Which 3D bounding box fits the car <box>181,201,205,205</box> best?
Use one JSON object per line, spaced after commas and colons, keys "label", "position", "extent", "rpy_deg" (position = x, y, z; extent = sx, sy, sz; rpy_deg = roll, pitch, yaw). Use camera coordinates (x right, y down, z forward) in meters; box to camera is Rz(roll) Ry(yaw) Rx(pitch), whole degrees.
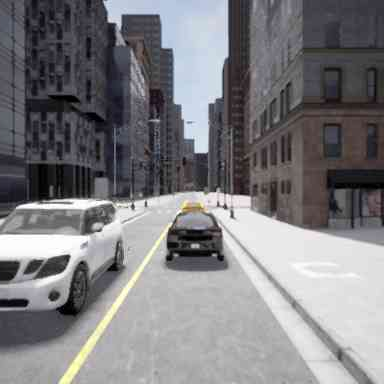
{"label": "car", "position": [0.108, 1.462, 28.255], "extent": [1.882, 1.535, 5.008], "rpy_deg": [0, 0, 0]}

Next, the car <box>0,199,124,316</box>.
{"label": "car", "position": [-3.098, 1.215, 7.846], "extent": [2.150, 2.045, 5.566], "rpy_deg": [0, 0, 0]}

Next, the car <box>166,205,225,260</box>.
{"label": "car", "position": [0.102, 1.468, 12.407], "extent": [1.882, 1.535, 5.008], "rpy_deg": [0, 0, 0]}
